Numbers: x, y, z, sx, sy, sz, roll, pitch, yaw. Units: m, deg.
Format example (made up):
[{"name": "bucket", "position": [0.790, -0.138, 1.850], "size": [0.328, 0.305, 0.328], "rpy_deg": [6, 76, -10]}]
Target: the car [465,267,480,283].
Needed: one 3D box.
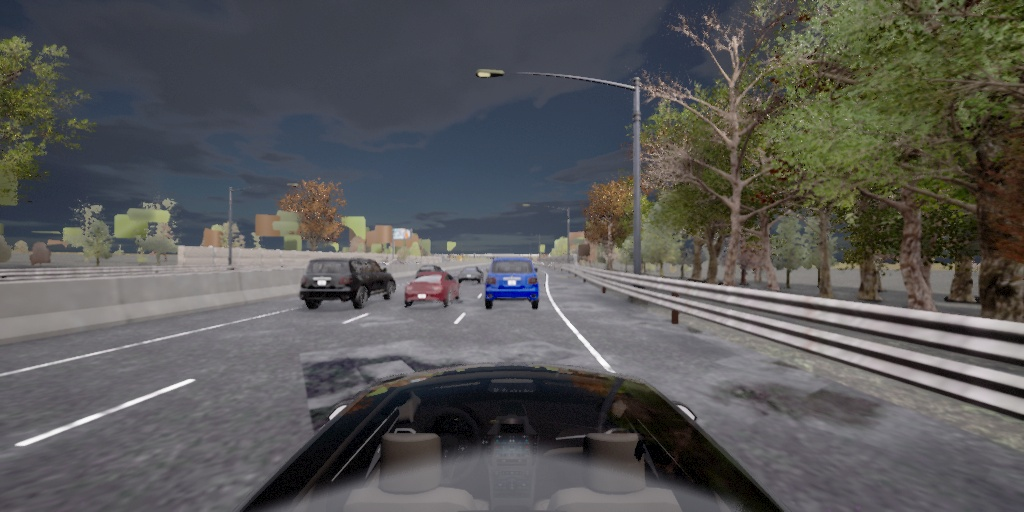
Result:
[{"name": "car", "position": [-3.497, 1.607, 31.170], "size": [1.994, 1.385, 4.181], "rpy_deg": [0, -1, 0]}]

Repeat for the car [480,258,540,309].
[{"name": "car", "position": [-0.001, 1.103, 15.886], "size": [2.150, 2.045, 5.566], "rpy_deg": [0, 0, 0]}]

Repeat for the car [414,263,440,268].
[{"name": "car", "position": [-6.999, 1.550, 31.150], "size": [1.837, 1.490, 4.892], "rpy_deg": [0, 0, 0]}]

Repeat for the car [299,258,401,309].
[{"name": "car", "position": [-7.001, 1.104, 15.884], "size": [2.150, 2.045, 5.566], "rpy_deg": [0, 0, 0]}]

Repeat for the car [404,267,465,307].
[{"name": "car", "position": [-3.497, 1.416, 16.245], "size": [1.812, 1.442, 4.674], "rpy_deg": [0, 0, 0]}]
